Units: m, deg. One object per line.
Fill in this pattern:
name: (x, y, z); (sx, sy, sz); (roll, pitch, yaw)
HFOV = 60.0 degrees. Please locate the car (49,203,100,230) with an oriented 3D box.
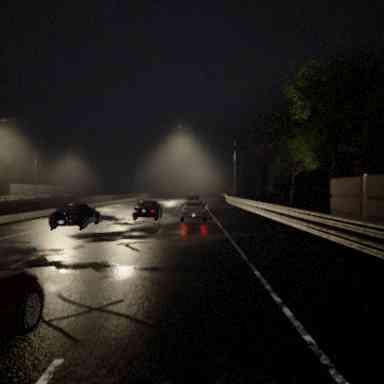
car: (-6.889, 1.394, 19.793); (1.812, 1.442, 4.674); (0, 0, 0)

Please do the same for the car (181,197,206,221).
car: (0.115, 1.359, 25.318); (1.812, 1.442, 4.674); (0, 0, 0)

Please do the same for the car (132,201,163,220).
car: (-3.382, 1.377, 25.866); (2.033, 1.411, 5.357); (0, 0, 0)

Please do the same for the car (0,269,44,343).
car: (-3.398, 1.500, 3.674); (1.812, 1.442, 4.674); (0, 0, 0)

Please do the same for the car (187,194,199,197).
car: (0.124, 1.087, 42.192); (2.097, 1.767, 4.553); (0, 0, 0)
